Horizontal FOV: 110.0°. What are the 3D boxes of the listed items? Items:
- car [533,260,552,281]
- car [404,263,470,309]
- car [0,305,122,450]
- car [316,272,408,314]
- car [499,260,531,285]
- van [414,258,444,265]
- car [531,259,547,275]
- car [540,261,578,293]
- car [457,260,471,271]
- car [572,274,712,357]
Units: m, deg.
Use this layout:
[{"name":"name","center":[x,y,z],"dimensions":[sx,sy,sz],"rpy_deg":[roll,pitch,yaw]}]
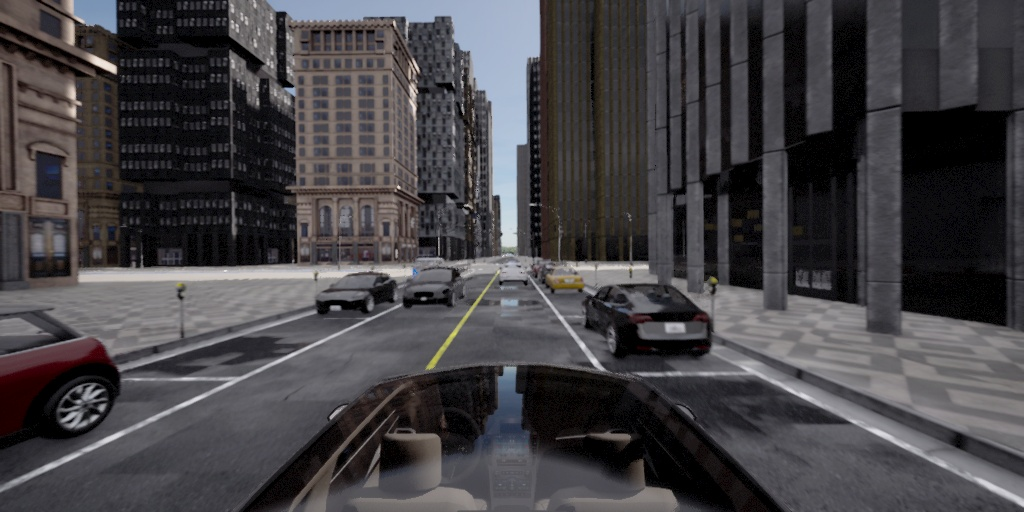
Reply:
[{"name":"car","center":[2.777,1.148,25.134],"dimensions":[2.007,1.370,4.403],"rpy_deg":[0,0,0]},{"name":"car","center":[-3.076,1.217,14.903],"dimensions":[1.837,1.490,4.892],"rpy_deg":[-1,0,0]},{"name":"car","center":[-5.722,1.243,2.560],"dimensions":[1.967,1.591,4.097],"rpy_deg":[0,0,0]},{"name":"car","center":[-5.735,1.310,13.842],"dimensions":[1.948,1.339,4.313],"rpy_deg":[0,0,0]},{"name":"car","center":[0.091,1.155,24.393],"dimensions":[1.812,1.442,4.674],"rpy_deg":[-1,0,0]},{"name":"van","center":[-5.748,1.024,25.124],"dimensions":[1.690,1.789,3.998],"rpy_deg":[0,0,0]},{"name":"car","center":[2.770,1.006,30.776],"dimensions":[1.967,1.591,4.097],"rpy_deg":[0,0,0]},{"name":"car","center":[2.783,1.154,19.664],"dimensions":[1.751,1.417,4.829],"rpy_deg":[0,0,0]},{"name":"car","center":[-5.768,1.137,42.047],"dimensions":[2.007,1.370,4.403],"rpy_deg":[0,0,0]},{"name":"car","center":[2.796,1.255,8.212],"dimensions":[1.948,1.339,4.313],"rpy_deg":[0,0,0]}]
